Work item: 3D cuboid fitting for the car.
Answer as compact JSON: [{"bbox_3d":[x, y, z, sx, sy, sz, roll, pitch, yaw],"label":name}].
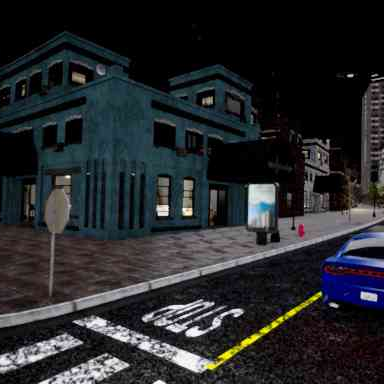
[{"bbox_3d":[4.480,1.647,7.443,1.882,1.535,5.008,0,-2,39],"label":"car"}]
